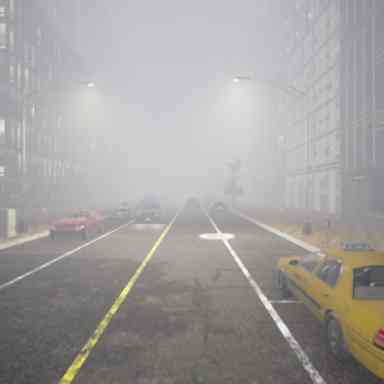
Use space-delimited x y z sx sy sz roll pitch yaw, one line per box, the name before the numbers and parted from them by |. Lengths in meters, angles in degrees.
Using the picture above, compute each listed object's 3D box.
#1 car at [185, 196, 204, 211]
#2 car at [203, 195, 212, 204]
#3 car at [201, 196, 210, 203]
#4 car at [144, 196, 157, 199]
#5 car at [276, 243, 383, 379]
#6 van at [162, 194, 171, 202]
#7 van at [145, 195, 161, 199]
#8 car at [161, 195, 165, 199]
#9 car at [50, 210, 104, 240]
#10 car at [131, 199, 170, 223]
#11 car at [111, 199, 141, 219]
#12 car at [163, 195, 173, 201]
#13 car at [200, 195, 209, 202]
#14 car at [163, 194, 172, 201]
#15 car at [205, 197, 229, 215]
car | 0.114 1.442 40.947 1.882 1.535 5.008 0 0 0
car | 2.714 1.386 56.734 1.967 1.590 4.097 0 0 0
car | 2.717 1.512 68.119 1.802 1.307 4.206 0 0 0
car | -5.674 1.512 39.675 1.887 1.381 4.507 0 0 0
car | 2.696 1.522 5.676 1.752 1.417 4.829 0 0 0
van | -5.661 1.263 73.829 1.690 1.788 3.998 0 0 0
van | -5.671 1.302 45.368 1.690 1.788 3.998 0 0 0
car | -5.670 1.536 51.060 1.802 1.307 4.206 0 0 0
car | -5.681 1.571 16.905 1.802 1.307 4.206 0 0 0
car | -3.081 1.528 25.851 2.033 1.411 5.357 0 0 0
car | -5.678 1.529 28.291 2.008 1.369 4.403 0 0 0
car | -5.660 1.480 79.521 1.947 1.339 4.313 0 0 0
car | 2.719 1.446 73.981 1.752 1.417 4.829 0 0 0
car | -5.663 1.371 68.136 1.967 1.590 4.097 0 0 0
car | 2.705 1.538 33.968 1.947 1.339 4.313 0 0 0
